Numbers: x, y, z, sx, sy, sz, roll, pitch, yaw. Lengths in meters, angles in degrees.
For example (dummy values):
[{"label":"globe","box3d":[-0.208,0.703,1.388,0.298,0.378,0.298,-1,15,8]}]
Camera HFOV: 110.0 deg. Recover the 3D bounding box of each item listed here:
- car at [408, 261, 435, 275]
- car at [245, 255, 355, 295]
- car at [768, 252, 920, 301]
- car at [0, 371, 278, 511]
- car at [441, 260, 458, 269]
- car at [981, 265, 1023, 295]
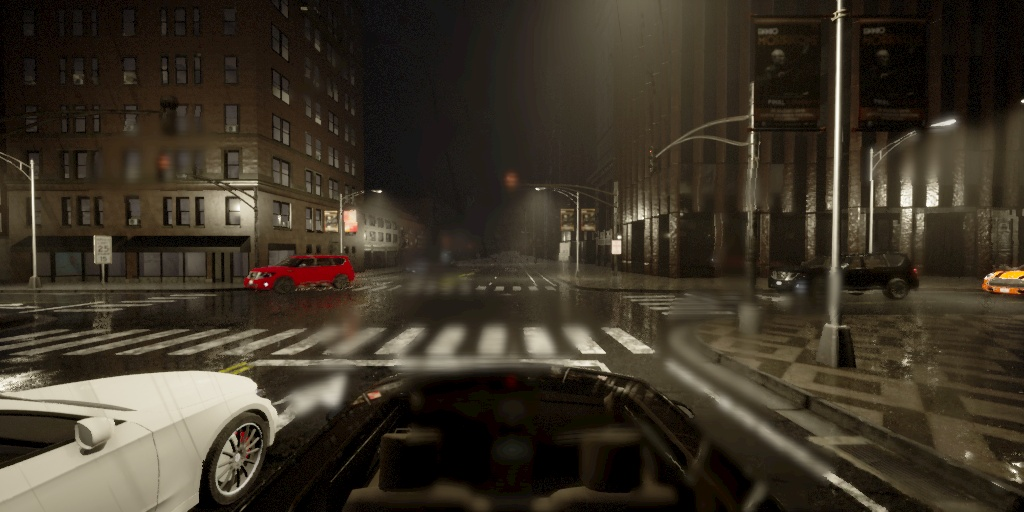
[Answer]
[{"label":"car","box3d":[-9.721,1.302,39.012,2.033,1.411,5.357,0,0,0]},{"label":"car","box3d":[-11.817,0.970,20.521,2.150,2.045,5.566,0,0,29]},{"label":"car","box3d":[14.873,0.868,16.234,5.566,2.045,2.150,0,1,1]},{"label":"car","box3d":[-3.159,1.276,1.416,1.812,1.442,4.674,0,0,2]},{"label":"car","box3d":[-9.629,1.300,55.900,2.033,1.411,5.357,0,0,0]},{"label":"car","box3d":[24.542,0.960,16.240,4.553,1.767,2.097,0,1,0]}]
